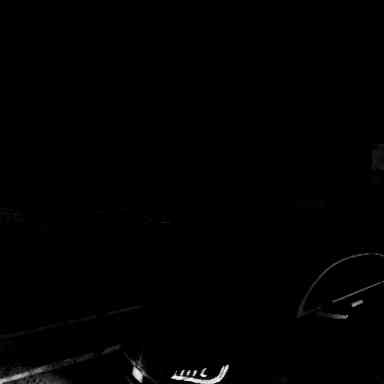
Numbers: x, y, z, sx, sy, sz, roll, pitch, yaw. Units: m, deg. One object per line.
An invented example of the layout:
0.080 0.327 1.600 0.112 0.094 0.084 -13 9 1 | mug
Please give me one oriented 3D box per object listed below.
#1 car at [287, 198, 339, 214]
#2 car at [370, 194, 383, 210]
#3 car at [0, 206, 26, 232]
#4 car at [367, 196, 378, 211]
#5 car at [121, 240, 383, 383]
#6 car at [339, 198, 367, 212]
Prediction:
12.503 1.441 35.418 2.097 1.535 5.008 0 0 -35 | car
23.858 1.385 43.478 2.185 1.767 4.553 1 0 -36 | car
-10.701 1.491 18.896 2.002 1.452 4.674 0 0 -35 | car
19.304 1.513 40.272 2.002 1.452 4.674 0 0 -35 | car
1.456 1.502 4.601 4.892 1.490 1.837 0 0 -35 | car
17.033 1.458 38.657 2.097 1.535 5.008 0 0 -35 | car
